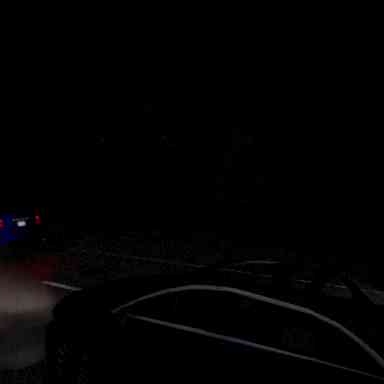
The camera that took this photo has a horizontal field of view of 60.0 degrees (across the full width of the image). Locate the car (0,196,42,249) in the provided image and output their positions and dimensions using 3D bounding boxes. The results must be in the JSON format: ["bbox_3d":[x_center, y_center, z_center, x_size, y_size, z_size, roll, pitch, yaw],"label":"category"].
[{"bbox_3d":[-8.232,1.176,12.689,5.566,2.045,2.150,0,0,28],"label":"car"}]

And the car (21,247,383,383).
[{"bbox_3d":[0.475,1.482,3.424,4.902,1.511,2.128,0,0,35],"label":"car"}]
